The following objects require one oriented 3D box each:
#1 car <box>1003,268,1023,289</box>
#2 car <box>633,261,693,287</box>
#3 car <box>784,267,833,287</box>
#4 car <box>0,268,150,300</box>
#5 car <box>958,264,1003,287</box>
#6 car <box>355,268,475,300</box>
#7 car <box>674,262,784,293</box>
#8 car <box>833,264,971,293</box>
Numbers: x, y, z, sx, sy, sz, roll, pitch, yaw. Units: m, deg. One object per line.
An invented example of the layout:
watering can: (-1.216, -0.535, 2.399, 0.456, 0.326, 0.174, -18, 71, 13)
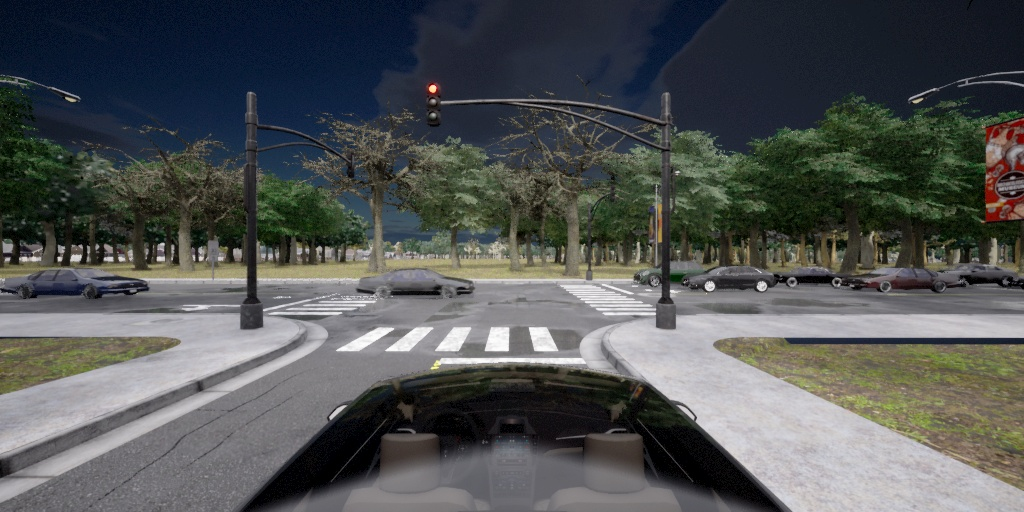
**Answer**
car: (32.403, 1.344, 20.564, 5.357, 1.411, 2.033, 0, 0, 0)
car: (10.478, 1.109, 23.813, 4.553, 1.767, 2.097, 0, 0, 0)
car: (19.462, 1.371, 23.820, 4.718, 1.301, 1.895, 0, 0, 0)
car: (-20.700, 1.276, 17.101, 5.357, 1.411, 2.033, 0, 0, 0)
car: (30.269, 1.280, 23.817, 4.902, 1.511, 2.128, 0, 0, 0)
car: (-4.514, 1.294, 17.107, 5.357, 1.411, 2.033, 0, 0, 0)
car: (12.326, 1.269, 20.565, 4.892, 1.490, 1.837, 0, 0, 0)
car: (22.187, 1.327, 20.569, 5.357, 1.411, 2.033, 0, 0, 0)
